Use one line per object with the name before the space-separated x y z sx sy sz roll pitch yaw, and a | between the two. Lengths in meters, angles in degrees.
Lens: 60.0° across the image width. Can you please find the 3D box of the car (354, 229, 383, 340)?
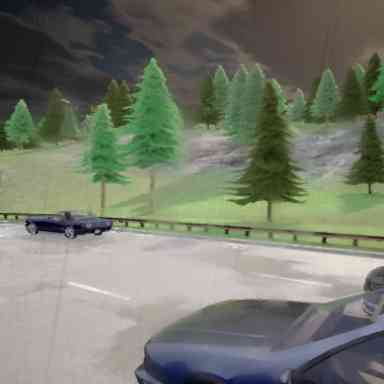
car | 5.113 1.509 4.644 4.892 1.490 1.837 0 0 35

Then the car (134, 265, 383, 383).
car | 2.037 1.548 2.538 5.357 1.411 2.033 0 0 35

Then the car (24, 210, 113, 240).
car | -6.352 1.569 16.855 4.718 1.301 1.895 0 0 31
